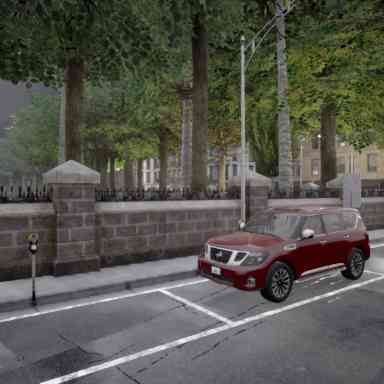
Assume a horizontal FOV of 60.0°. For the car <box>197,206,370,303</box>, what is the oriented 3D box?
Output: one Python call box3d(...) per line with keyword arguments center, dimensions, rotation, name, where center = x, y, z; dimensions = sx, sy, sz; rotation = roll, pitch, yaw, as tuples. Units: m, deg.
box3d(center=(2.532, 1.314, 8.398), dimensions=(5.009, 1.841, 2.192), rotation=(0, 0, -36), name="car")
